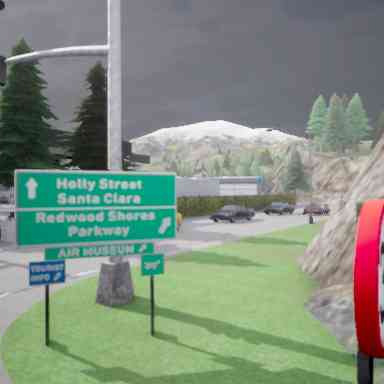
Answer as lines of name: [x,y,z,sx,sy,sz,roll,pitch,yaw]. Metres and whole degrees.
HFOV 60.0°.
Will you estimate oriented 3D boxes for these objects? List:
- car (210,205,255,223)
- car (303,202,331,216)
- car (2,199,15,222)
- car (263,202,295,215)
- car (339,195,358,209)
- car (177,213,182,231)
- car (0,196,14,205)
car: [3.641,1.825,28.875,2.033,1.411,5.357,0,0,36]
car: [13.748,1.817,36.511,1.994,1.385,4.181,0,0,36]
car: [-12.083,1.662,25.812,1.905,1.878,3.866,0,0,35]
car: [9.917,1.824,37.498,2.033,1.411,5.357,0,0,36]
car: [23.913,1.474,50.696,2.150,2.045,5.566,0,0,33]
car: [-2.618,1.756,20.248,1.882,1.535,5.008,0,0,36]
car: [-38.339,1.945,69.721,4.514,1.523,2.007,0,0,35]
